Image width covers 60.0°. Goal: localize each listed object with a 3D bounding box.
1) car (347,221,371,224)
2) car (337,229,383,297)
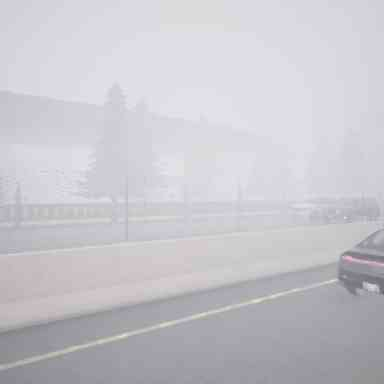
[{"bbox_3d":[12.347,1.401,25.733,5.566,2.045,2.150,0,0,-35],"label":"car"},{"bbox_3d":[5.274,1.553,7.538,4.902,1.511,2.128,0,0,-35],"label":"car"}]
